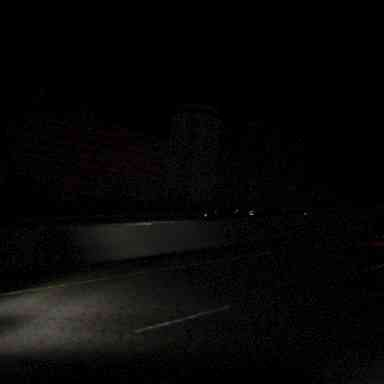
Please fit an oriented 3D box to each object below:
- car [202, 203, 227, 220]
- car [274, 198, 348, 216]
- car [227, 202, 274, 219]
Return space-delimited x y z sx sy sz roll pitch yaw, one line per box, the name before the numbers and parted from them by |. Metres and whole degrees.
car | 3.075 1.646 27.776 4.902 1.511 2.128 2 -1 -36
car | 8.614 1.424 23.140 5.566 2.045 2.150 3 -2 -36
car | 5.265 1.506 25.038 4.553 1.767 2.097 2 -1 -36
